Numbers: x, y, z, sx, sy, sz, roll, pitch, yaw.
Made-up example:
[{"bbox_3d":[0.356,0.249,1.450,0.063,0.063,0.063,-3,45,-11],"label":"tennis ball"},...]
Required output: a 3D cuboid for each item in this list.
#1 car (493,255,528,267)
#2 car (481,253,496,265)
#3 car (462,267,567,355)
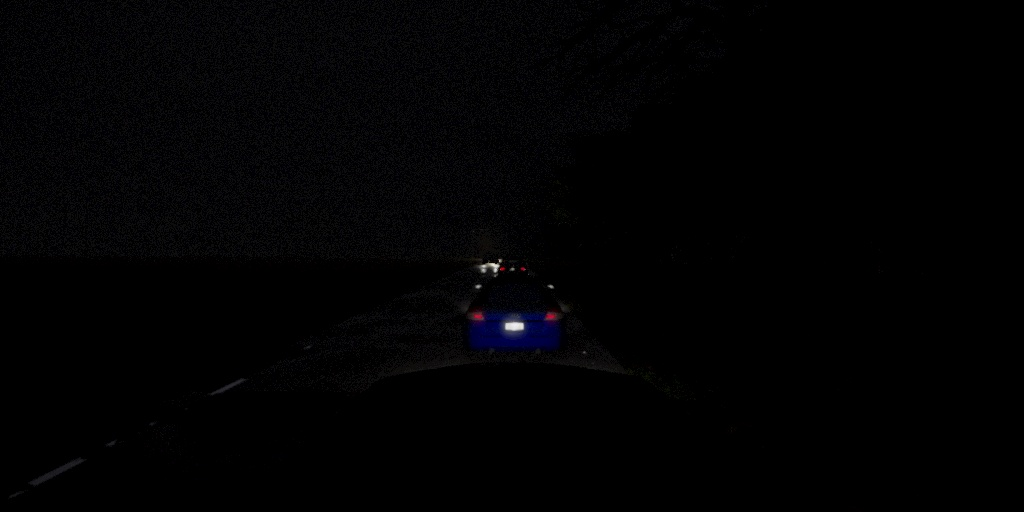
[{"bbox_3d":[0.063,0.760,23.597,2.033,1.411,5.357,0,1,0],"label":"car"},{"bbox_3d":[-2.774,0.358,45.725,1.837,1.490,4.892,0,1,0],"label":"car"},{"bbox_3d":[0.060,1.142,8.247,1.994,1.385,4.181,0,2,0],"label":"car"}]
